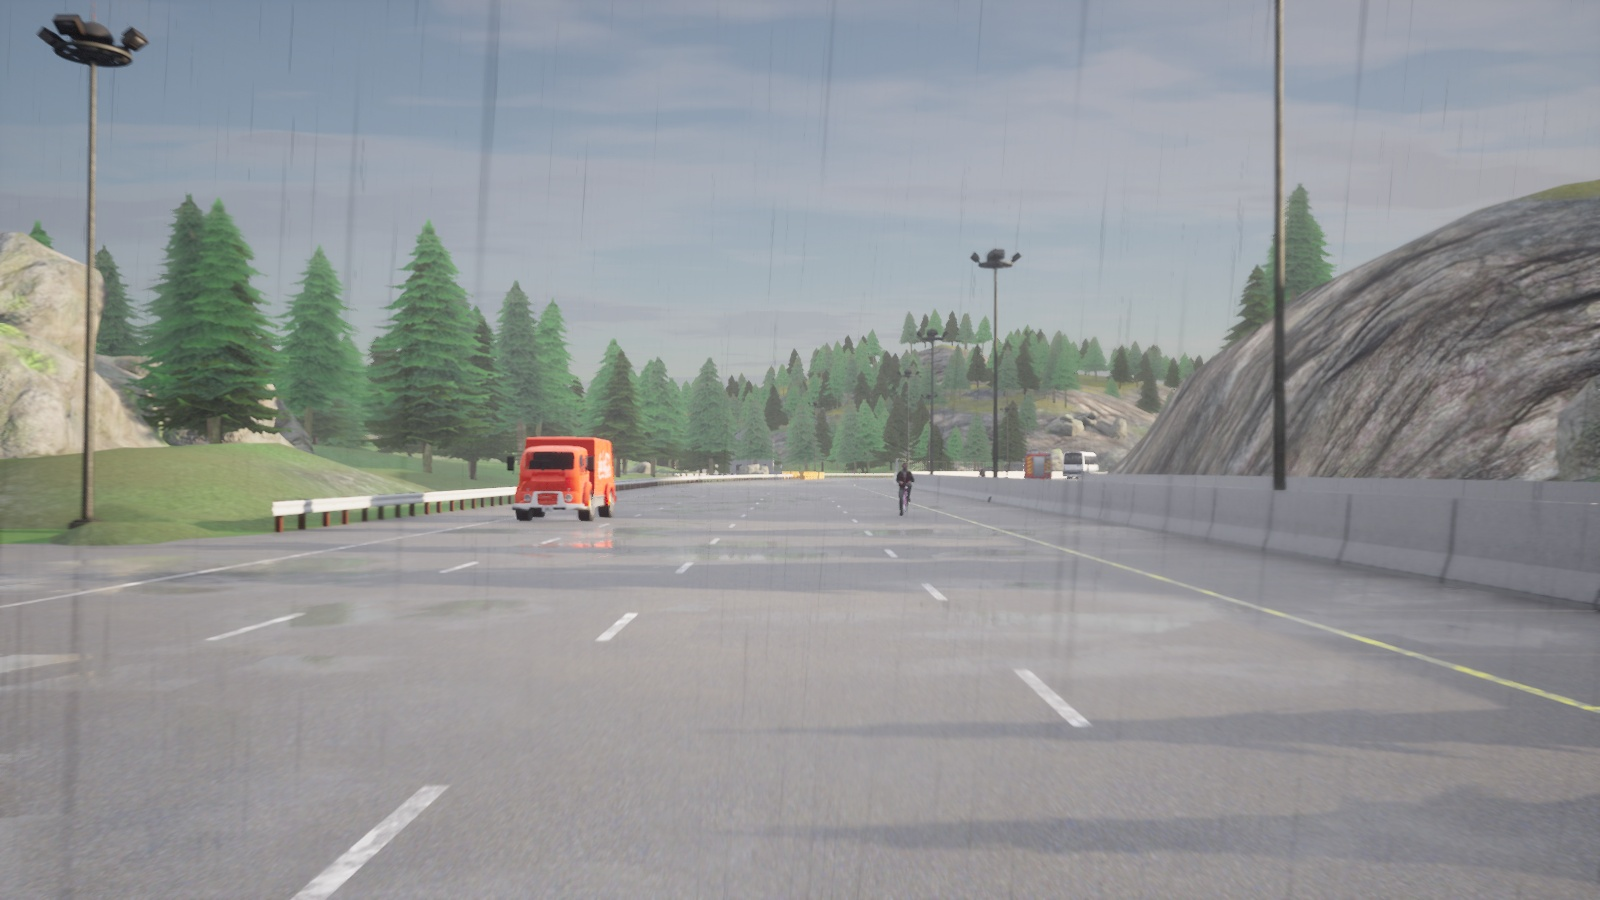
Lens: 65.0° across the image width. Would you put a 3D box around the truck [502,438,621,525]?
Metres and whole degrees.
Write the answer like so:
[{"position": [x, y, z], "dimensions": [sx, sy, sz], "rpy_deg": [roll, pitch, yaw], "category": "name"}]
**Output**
[{"position": [-7.093, 0.928, 38.064], "dimensions": [2.627, 2.467, 5.204], "rpy_deg": [0, -1, 0], "category": "truck"}]
